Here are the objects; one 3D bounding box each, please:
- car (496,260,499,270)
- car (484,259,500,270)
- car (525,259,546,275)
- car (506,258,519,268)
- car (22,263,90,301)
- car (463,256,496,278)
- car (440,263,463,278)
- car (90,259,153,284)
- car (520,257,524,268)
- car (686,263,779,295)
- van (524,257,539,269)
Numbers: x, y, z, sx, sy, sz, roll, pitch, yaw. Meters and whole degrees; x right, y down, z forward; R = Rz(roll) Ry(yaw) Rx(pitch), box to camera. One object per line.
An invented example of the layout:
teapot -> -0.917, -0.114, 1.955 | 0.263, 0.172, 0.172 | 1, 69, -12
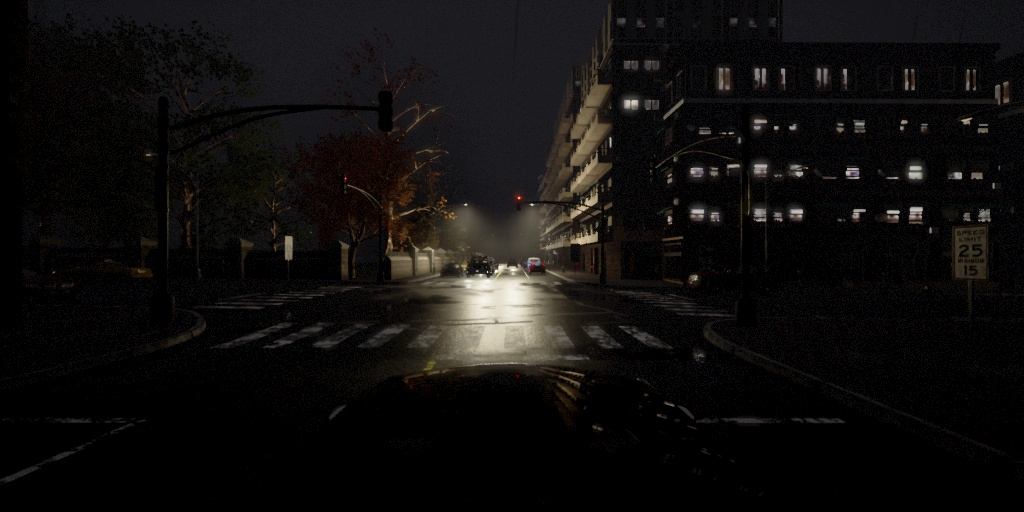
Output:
car -> -3.040, 1.322, 44.871 | 2.033, 1.411, 5.357 | 0, 0, 0
car -> -3.019, 1.279, 54.970 | 2.128, 1.511, 4.902 | 0, 0, 0
car -> 2.741, 1.314, 39.951 | 1.888, 1.381, 4.507 | 0, 0, 0
car -> 0.080, 1.304, 62.625 | 1.837, 1.490, 4.892 | 0, 0, 0
car -> -18.947, 1.007, 13.319 | 4.207, 1.307, 1.802 | 0, 0, 0
car -> -3.042, 0.986, 34.619 | 2.150, 2.045, 5.566 | 0, 0, 1
car -> -5.647, 1.330, 34.332 | 1.948, 1.339, 4.313 | 0, 0, 0
car -> -24.717, 0.883, 21.652 | 4.829, 1.417, 1.751 | 0, 0, 0
car -> 2.764, 1.230, 56.842 | 1.967, 1.591, 4.097 | 0, 0, 0
car -> 13.476, 1.353, 21.966 | 5.009, 1.841, 2.192 | 0, 0, 0
van -> 2.749, 1.116, 45.581 | 1.690, 1.789, 3.998 | 0, 0, 0
